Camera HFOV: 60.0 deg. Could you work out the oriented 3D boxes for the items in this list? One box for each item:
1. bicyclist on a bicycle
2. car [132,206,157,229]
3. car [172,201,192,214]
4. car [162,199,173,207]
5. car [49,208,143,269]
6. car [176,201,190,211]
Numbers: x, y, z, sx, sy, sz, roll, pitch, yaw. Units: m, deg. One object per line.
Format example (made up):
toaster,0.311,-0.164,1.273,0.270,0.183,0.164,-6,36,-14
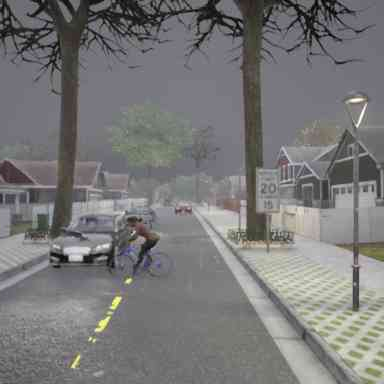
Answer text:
bicyclist on a bicycle,-1.345,1.453,8.591,1.656,1.620,0.582,-2,0,-2
car,-3.443,1.643,22.153,1.994,1.385,4.181,0,0,-1
car,-0.983,1.814,37.977,1.895,1.301,4.718,0,-1,-1
car,-4.582,2.058,62.791,1.837,1.490,4.892,0,-1,-1
car,-3.148,1.505,11.276,2.128,1.511,4.902,0,0,-2
car,-1.311,1.933,48.229,1.895,1.301,4.718,0,-1,-1
